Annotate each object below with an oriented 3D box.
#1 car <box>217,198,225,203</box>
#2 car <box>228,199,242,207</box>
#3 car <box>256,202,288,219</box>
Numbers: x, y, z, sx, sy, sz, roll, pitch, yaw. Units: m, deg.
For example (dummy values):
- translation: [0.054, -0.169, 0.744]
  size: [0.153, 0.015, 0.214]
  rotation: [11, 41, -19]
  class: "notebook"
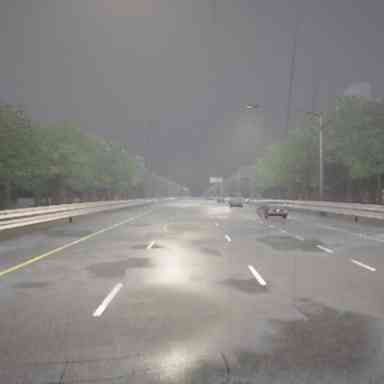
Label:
- translation: [7.397, 2.229, 86.115]
  size: [1.812, 1.442, 4.674]
  rotation: [0, -1, 1]
  class: "car"
- translation: [7.166, 1.871, 55.883]
  size: [1.994, 1.385, 4.181]
  rotation: [0, -1, 0]
  class: "car"
- translation: [7.045, 1.612, 29.706]
  size: [2.033, 1.411, 5.357]
  rotation: [0, 0, 0]
  class: "car"
